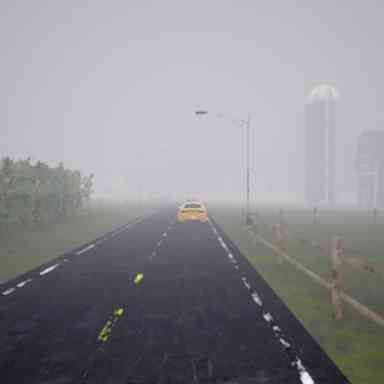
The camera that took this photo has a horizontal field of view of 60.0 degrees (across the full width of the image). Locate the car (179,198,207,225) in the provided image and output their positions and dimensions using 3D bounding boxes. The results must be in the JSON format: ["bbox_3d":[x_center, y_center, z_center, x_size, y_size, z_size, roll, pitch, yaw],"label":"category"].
[{"bbox_3d":[0.042,1.483,24.313,1.882,1.535,5.008,0,0,0],"label":"car"}]

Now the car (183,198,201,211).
[{"bbox_3d":[-0.007,1.514,42.791,2.128,1.511,4.902,0,0,0],"label":"car"}]
